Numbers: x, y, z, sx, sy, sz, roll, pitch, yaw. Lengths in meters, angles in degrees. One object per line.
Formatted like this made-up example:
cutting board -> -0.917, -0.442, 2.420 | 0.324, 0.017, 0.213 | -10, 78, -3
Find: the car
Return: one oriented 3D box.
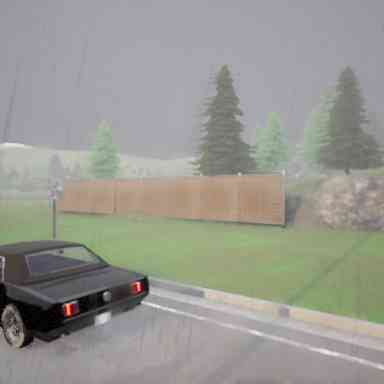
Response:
car -> -3.119, 1.584, 6.237 | 4.718, 1.301, 1.895 | 0, 0, 36
